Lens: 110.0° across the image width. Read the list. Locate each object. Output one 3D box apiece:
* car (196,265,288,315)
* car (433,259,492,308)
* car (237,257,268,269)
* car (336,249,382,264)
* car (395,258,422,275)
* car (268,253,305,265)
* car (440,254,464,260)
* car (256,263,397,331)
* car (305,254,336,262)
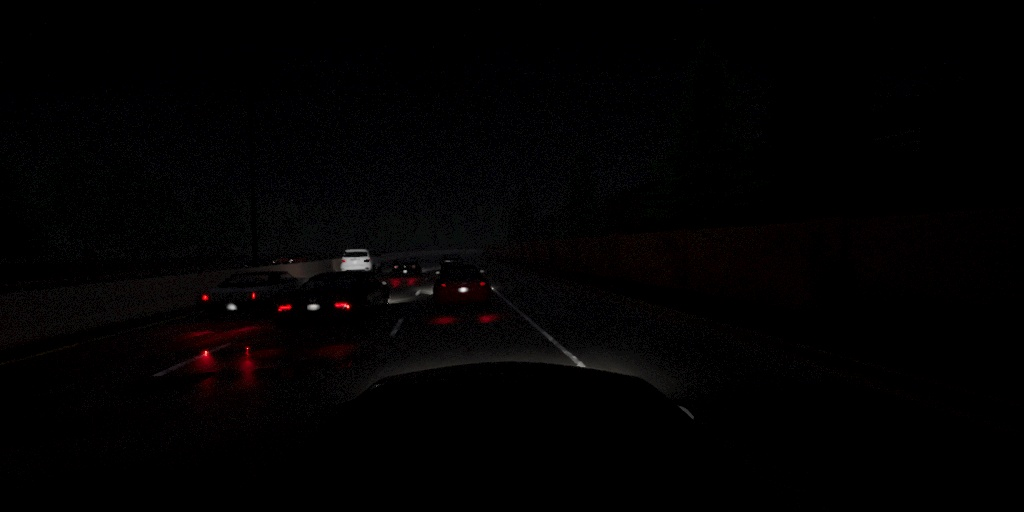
[{"bbox_3d":[-8.954,1.211,13.110,1.895,1.301,4.718,-1,2,-10],"label":"car"},{"bbox_3d":[-1.945,1.028,13.671,1.994,1.385,4.181,-1,2,-10],"label":"car"},{"bbox_3d":[-28.283,0.824,39.557,1.994,1.385,4.181,-1,2,-10],"label":"car"},{"bbox_3d":[-11.830,0.469,28.536,2.150,2.045,5.566,-1,1,-10],"label":"car"},{"bbox_3d":[-8.258,0.783,28.496,1.895,1.301,4.718,-1,2,-10],"label":"car"},{"bbox_3d":[-24.854,0.530,40.224,2.097,1.767,4.553,-1,2,-10],"label":"car"},{"bbox_3d":[-5.118,0.554,30.759,2.128,1.511,4.902,-1,2,-10],"label":"car"},{"bbox_3d":[-4.943,1.150,10.591,2.033,1.411,5.357,-1,2,-10],"label":"car"},{"bbox_3d":[-21.451,0.596,41.075,1.837,1.490,4.892,-1,2,-10],"label":"car"}]
